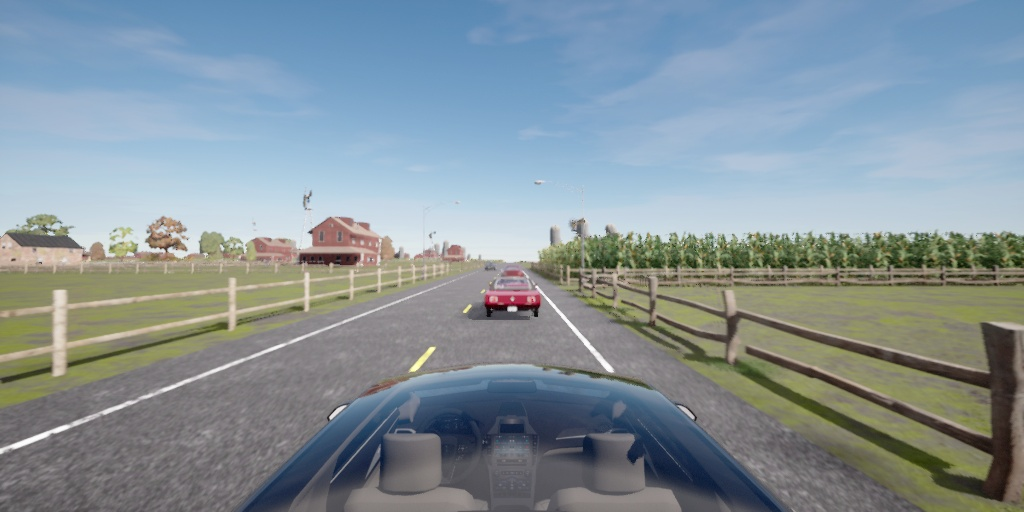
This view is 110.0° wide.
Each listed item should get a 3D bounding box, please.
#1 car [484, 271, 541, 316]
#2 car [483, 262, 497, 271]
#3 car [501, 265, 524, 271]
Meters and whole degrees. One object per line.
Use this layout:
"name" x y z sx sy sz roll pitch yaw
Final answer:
"car" 0.035 1.435 13.742 1.895 1.301 4.718 0 0 0
"car" -3.570 1.701 59.582 1.837 1.490 4.892 0 0 0
"car" 0.039 1.481 30.030 1.812 1.442 4.674 0 0 0
